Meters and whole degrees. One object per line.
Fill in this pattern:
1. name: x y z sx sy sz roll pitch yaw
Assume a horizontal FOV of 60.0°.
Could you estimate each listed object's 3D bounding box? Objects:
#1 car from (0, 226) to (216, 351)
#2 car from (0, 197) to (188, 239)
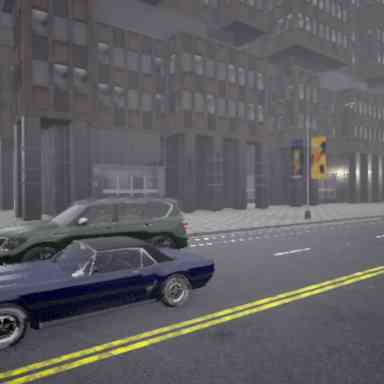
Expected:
1. car: -1.924 1.589 6.304 4.718 1.301 1.895 0 0 -35
2. car: -2.704 1.201 9.740 5.566 2.045 2.150 0 0 -36
